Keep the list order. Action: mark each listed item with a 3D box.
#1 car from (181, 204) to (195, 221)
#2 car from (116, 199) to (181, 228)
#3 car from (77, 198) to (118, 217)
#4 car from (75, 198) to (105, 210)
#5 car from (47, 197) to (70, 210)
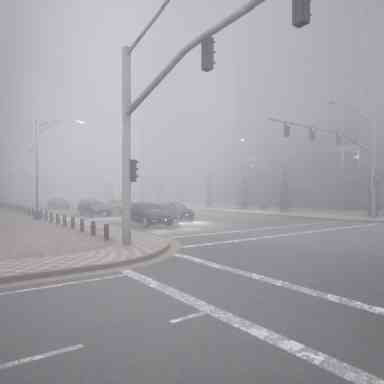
[{"bbox_3d":[-1.547,1.509,26.091,1.994,1.385,4.181,0,0,-36],"label":"car"},{"bbox_3d":[-3.018,1.449,22.142,1.837,1.490,4.892,0,0,-36],"label":"car"},{"bbox_3d":[-8.985,1.492,30.526,2.033,1.411,5.357,0,0,-35],"label":"car"},{"bbox_3d":[-13.153,1.492,42.615,2.033,1.411,5.357,0,0,-35],"label":"car"},{"bbox_3d":[-16.728,1.423,41.625,1.882,1.535,5.008,0,1,-35],"label":"car"}]
